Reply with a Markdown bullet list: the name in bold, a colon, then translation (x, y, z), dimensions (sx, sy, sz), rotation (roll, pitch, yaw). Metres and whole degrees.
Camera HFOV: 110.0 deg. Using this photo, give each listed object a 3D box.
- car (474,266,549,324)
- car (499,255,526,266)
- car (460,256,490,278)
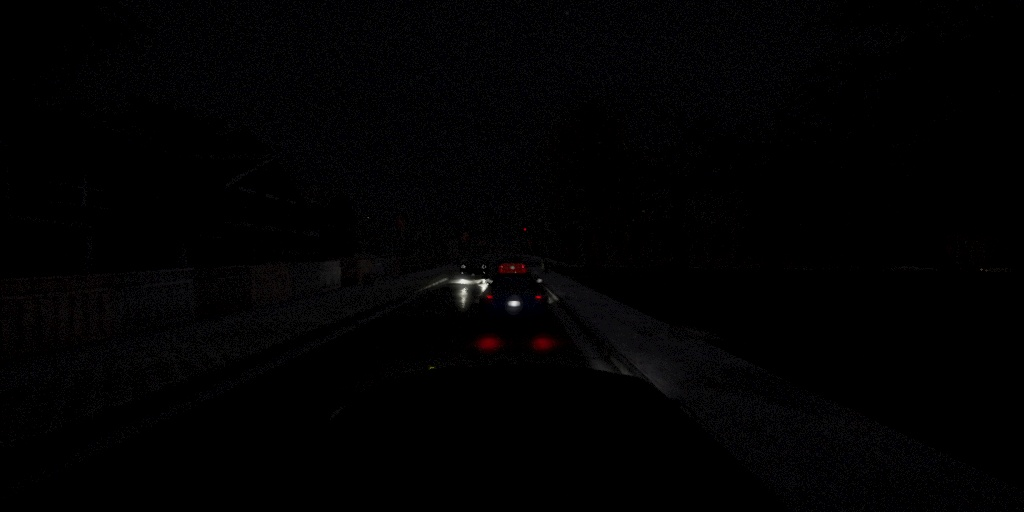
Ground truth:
- **car**: translation (0.062, 1.205, 11.470), dimensions (1.994, 1.385, 4.181), rotation (0, 1, 0)
- **car**: translation (0.042, 0.804, 27.862), dimensions (2.097, 1.767, 4.553), rotation (0, 1, 0)
- **car**: translation (-2.874, 0.792, 28.786), dimensions (2.097, 1.767, 4.553), rotation (0, 1, 0)
